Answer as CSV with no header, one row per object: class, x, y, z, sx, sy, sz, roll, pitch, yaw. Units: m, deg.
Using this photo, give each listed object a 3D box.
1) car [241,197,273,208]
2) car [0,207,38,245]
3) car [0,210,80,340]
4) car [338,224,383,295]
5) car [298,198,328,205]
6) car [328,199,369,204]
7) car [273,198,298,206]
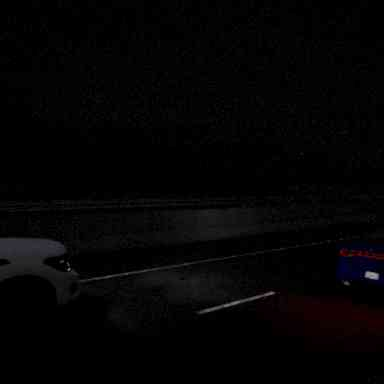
car,8.029,1.355,39.838,4.902,1.511,2.128,0,0,-35
car,-9.527,1.498,14.335,4.902,1.511,2.128,0,0,-35
car,-4.616,1.232,4.876,5.566,2.045,2.150,0,0,-36
car,5.435,1.424,7.763,5.008,1.535,1.882,0,0,-36
car,14.159,1.400,35.602,5.357,1.411,2.033,0,0,-35
car,16.076,1.399,32.674,5.357,1.411,2.033,0,0,-35
car,12.212,1.401,38.506,5.357,1.411,2.033,0,0,-35
